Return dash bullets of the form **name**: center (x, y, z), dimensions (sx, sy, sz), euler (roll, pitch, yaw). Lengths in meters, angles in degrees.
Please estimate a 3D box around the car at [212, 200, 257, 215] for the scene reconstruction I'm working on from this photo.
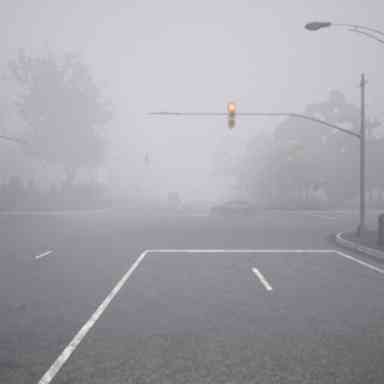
- **car**: center (3.932, 1.428, 31.025), dimensions (4.181, 1.385, 1.994), euler (0, 0, -3)

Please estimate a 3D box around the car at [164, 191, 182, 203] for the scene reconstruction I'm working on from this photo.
- **car**: center (-3.390, 0.917, 60.992), dimensions (2.150, 2.045, 5.566), euler (0, 1, 0)
